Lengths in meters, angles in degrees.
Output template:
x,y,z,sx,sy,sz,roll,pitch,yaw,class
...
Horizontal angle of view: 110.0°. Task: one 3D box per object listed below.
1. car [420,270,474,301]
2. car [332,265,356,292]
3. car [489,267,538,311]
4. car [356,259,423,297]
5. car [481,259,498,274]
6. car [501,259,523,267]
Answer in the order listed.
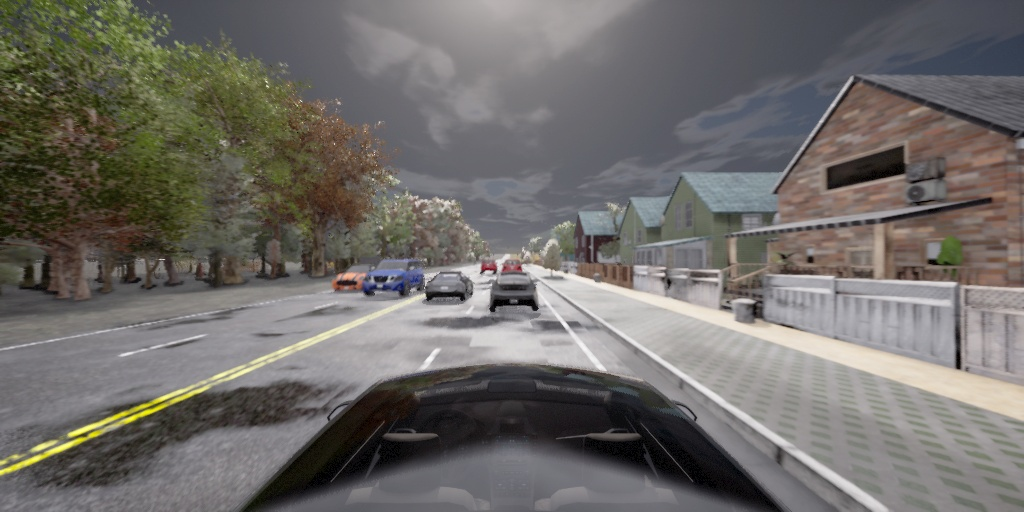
x,y,z,sx,sy,sz,roll,pitch,yaw,class
-3.179,1.495,18.835,1.994,1.385,4.181,0,-1,0,car
-9.879,1.345,23.635,2.097,1.767,4.553,0,-1,0,car
0.077,1.396,15.353,1.837,1.490,4.892,0,0,0,car
-6.630,1.180,20.721,2.150,2.045,5.566,0,-1,0,car
-3.241,1.466,51.509,2.150,2.045,5.566,0,-1,0,car
0.035,1.350,39.121,2.150,2.045,5.566,0,-1,0,car
